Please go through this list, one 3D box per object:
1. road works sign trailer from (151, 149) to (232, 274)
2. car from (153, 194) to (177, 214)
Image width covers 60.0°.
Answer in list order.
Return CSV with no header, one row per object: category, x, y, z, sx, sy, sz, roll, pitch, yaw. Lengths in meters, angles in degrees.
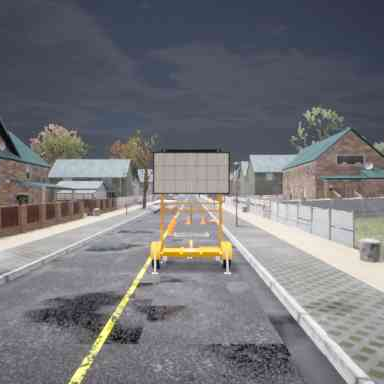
road works sign trailer,-0.022,0.467,10.519,2.380,3.560,2.880,0,0,0
car,-2.826,1.226,35.423,2.150,2.045,5.566,0,0,0
